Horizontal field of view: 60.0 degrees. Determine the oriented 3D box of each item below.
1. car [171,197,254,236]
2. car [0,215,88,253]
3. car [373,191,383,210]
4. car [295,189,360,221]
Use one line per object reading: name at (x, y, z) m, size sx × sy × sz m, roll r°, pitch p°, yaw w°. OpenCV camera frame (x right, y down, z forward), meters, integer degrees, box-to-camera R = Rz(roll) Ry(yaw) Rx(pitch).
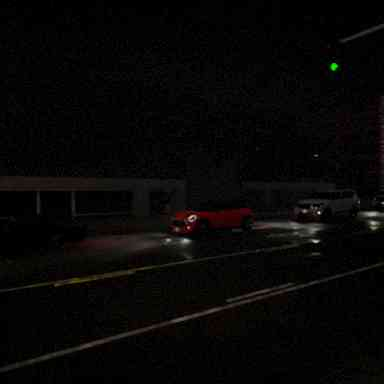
car at (1.095, 1.216, 17.608) m, size 4.553 × 1.767 × 2.097 m, roll -1°, pitch 1°, yaw -35°
car at (-6.475, 1.568, 12.271) m, size 4.718 × 1.301 × 1.895 m, roll -1°, pitch 0°, yaw -35°
car at (18.484, 0.506, 29.819) m, size 5.566 × 2.045 × 2.150 m, roll -2°, pitch 1°, yaw -35°
car at (9.712, 0.839, 23.631) m, size 5.566 × 2.045 × 2.150 m, roll -2°, pitch 1°, yaw -35°
